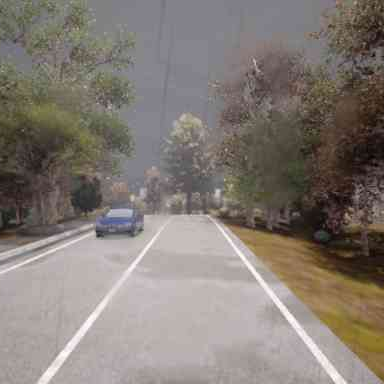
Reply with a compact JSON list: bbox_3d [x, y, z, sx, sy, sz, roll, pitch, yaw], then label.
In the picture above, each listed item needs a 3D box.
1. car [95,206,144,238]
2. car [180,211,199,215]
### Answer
[{"bbox_3d":[-3.633,1.489,17.453,1.812,1.442,4.674,0,0,0],"label":"car"},{"bbox_3d":[-0.656,5.820,89.446,4.902,1.511,2.128,0,-5,8],"label":"car"}]
